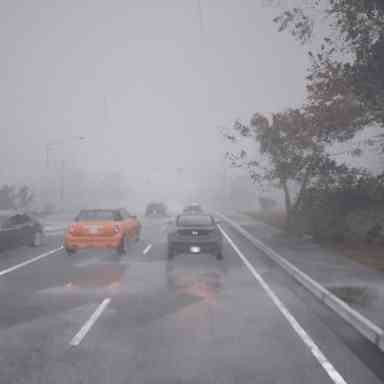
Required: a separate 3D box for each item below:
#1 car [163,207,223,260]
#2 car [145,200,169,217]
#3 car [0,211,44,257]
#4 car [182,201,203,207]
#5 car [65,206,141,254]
[{"bbox_3d":[0.098,1.502,12.469,1.837,1.490,4.892,0,0,0],"label":"car"},{"bbox_3d":[-3.403,1.594,32.470,1.837,1.490,4.892,0,-1,0],"label":"car"},{"bbox_3d":[-7.084,1.502,11.959,1.837,1.490,4.892,0,0,0],"label":"car"},{"bbox_3d":[0.081,1.587,30.855,1.812,1.442,4.674,0,-1,0],"label":"car"},{"bbox_3d":[-3.402,1.350,13.575,2.097,1.767,4.553,0,0,0],"label":"car"}]
